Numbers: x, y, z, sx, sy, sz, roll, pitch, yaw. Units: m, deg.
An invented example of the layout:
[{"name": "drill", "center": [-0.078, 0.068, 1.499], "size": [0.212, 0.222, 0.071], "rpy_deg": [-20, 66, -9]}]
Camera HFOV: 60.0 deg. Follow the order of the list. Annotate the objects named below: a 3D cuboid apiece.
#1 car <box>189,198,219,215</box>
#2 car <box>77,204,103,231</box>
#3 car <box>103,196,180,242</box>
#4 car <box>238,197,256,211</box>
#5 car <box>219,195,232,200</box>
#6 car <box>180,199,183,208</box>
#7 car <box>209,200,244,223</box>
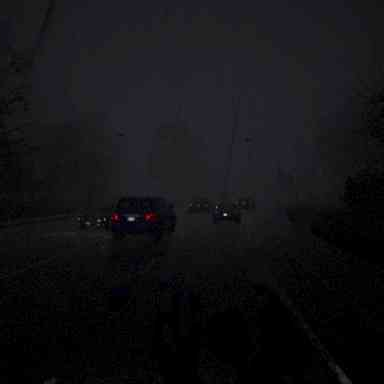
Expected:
[{"name": "car", "center": [1.164, 1.385, 34.540], "size": [2.097, 1.767, 4.553], "rpy_deg": [0, 0, 14]}, {"name": "car", "center": [-5.372, 1.508, 20.771], "size": [1.837, 1.490, 4.892], "rpy_deg": [0, 0, 9]}, {"name": "car", "center": [-2.232, 1.231, 16.670], "size": [2.150, 2.045, 5.566], "rpy_deg": [0, 0, 7]}, {"name": "car", "center": [6.771, 1.412, 41.503], "size": [2.097, 1.767, 4.553], "rpy_deg": [0, 0, 17]}, {"name": "car", "center": [5.940, 1.202, 59.883], "size": [1.812, 1.442, 4.674], "rpy_deg": [0, 0, 23]}, {"name": "car", "center": [-2.819, 1.500, 46.684], "size": [1.882, 1.535, 5.008], "rpy_deg": [0, 0, 19]}, {"name": "car", "center": [2.752, 1.596, 25.615], "size": [1.994, 1.385, 4.181], "rpy_deg": [0, 0, 11]}]
